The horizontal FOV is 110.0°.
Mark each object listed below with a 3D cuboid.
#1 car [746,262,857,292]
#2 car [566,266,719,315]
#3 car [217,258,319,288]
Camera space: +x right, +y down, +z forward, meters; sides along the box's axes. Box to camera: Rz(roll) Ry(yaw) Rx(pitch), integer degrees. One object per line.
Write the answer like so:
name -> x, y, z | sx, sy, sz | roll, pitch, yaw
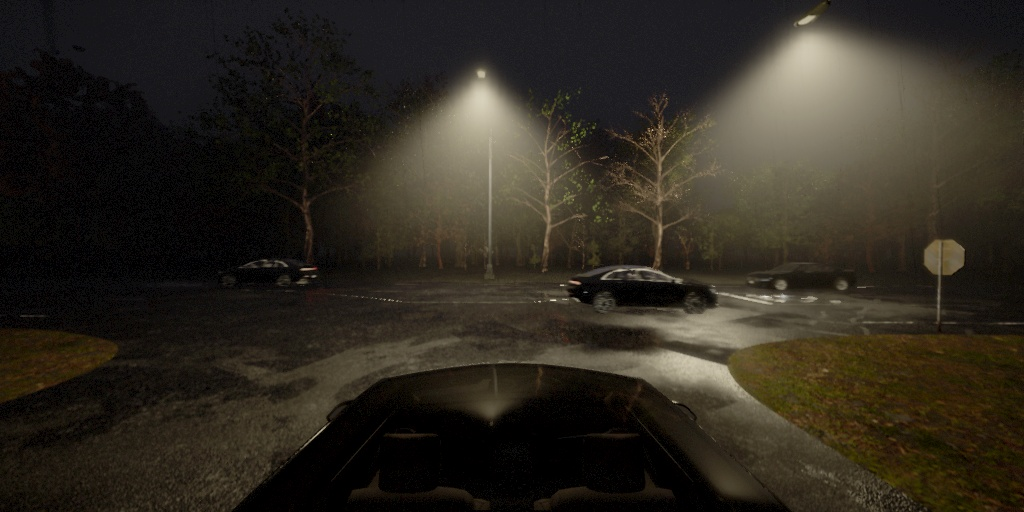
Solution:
car -> 15.245, 1.084, 19.052 | 5.008, 1.535, 1.882 | -1, 1, 1
car -> 4.298, 1.084, 12.130 | 4.902, 1.511, 2.128 | 0, 1, 0
car -> -13.045, 0.880, 19.279 | 4.902, 1.511, 2.128 | 0, 1, 1
